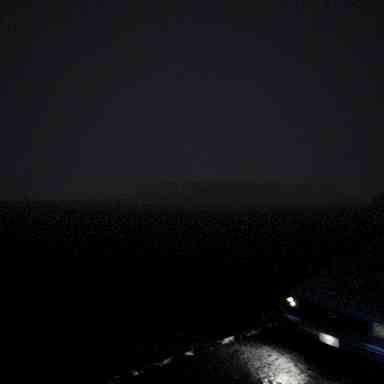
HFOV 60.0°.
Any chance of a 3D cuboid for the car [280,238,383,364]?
[{"bbox_3d":[3.955,1.540,5.895,5.357,1.411,2.033,0,0,-36],"label":"car"}]
